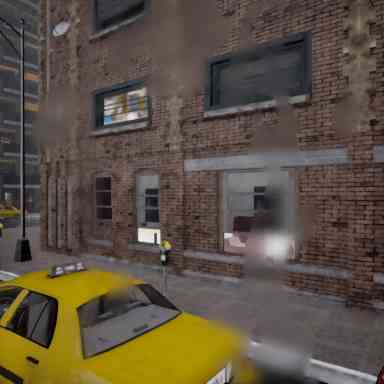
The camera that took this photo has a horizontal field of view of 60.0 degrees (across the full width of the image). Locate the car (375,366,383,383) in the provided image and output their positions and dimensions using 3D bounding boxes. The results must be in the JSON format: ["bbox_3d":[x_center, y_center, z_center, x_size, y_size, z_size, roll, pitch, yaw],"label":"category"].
[{"bbox_3d":[3.090,1.315,0.674,5.009,1.841,2.192,0,0,35],"label":"car"}]

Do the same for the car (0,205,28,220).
[{"bbox_3d":[-17.410,1.837,29.976,1.752,1.417,4.829,-1,-2,35],"label":"car"}]

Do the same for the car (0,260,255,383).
[{"bbox_3d":[-1.675,1.525,4.072,4.829,1.417,1.752,0,0,36],"label":"car"}]
